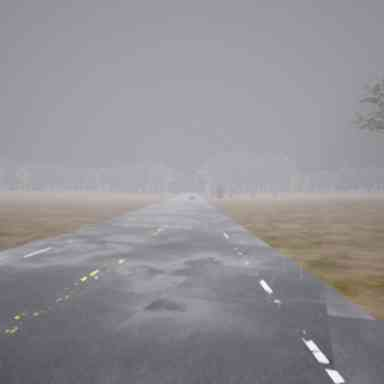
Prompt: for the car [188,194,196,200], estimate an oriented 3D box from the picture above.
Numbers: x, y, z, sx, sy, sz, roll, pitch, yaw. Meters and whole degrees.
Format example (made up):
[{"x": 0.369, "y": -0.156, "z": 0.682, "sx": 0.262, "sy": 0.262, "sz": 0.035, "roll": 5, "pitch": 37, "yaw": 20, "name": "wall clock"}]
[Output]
[{"x": 0.024, "y": 1.462, "z": 86.887, "sx": 1.895, "sy": 1.301, "sz": 4.718, "roll": 0, "pitch": 0, "yaw": 0, "name": "car"}]
